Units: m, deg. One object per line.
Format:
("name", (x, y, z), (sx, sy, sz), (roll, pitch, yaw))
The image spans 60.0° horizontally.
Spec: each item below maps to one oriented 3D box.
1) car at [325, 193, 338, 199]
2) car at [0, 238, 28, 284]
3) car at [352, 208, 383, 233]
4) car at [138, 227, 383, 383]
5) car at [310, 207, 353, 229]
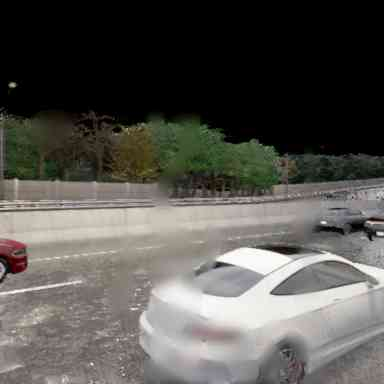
("car", (32.339, 0.828, 76.974), (1.895, 1.301, 4.718), (0, 2, 37))
("car", (-6.552, 1.478, 7.670), (5.008, 1.535, 1.882), (0, 0, -36))
("car", (9.609, 1.477, 14.861), (4.902, 1.511, 2.128), (0, 0, -35))
("car", (1.496, 1.522, 4.933), (4.674, 1.442, 1.812), (0, 0, -35))
("car", (8.418, 1.548, 18.308), (4.181, 1.385, 1.994), (0, 0, -35))
